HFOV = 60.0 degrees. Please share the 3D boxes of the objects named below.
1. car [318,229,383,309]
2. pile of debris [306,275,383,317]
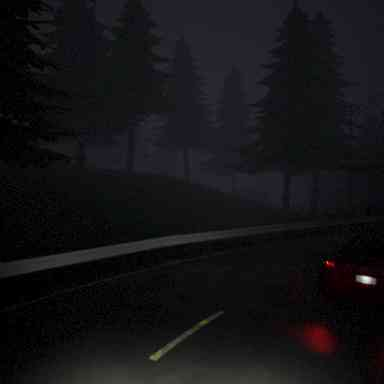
[{"bbox_3d":[4.452,1.523,7.313,1.994,1.385,4.181,1,0,44],"label":"car"},{"bbox_3d":[3.553,2.143,7.050,1.500,0.140,1.860,0,0,44],"label":"pile of debris"}]
